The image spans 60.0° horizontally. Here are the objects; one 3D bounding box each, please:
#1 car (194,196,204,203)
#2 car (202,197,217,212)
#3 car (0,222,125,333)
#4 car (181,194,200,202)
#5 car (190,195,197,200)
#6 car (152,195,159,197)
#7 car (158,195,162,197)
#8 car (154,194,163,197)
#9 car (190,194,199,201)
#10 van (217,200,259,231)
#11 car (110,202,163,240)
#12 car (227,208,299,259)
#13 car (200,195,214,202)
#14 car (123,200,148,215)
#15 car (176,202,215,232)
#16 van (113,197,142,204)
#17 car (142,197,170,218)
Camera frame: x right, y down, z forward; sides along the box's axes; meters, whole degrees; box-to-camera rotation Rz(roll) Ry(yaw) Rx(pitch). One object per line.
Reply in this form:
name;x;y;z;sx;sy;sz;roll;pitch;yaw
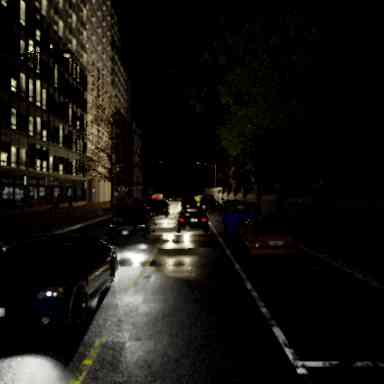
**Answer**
car;1.474;1.483;67.862;1.752;1.417;4.829;0;0;-2
car;2.307;1.511;34.585;1.752;1.417;4.829;0;0;-1
car;-2.858;1.563;6.835;1.994;1.385;4.181;0;0;0
car;-0.390;1.330;44.613;2.097;1.767;4.553;0;0;-1
car;0.373;1.503;95.413;1.802;1.307;4.206;0;0;-2
car;-5.924;1.524;45.309;1.887;1.381;4.507;0;0;-1
car;-6.056;1.557;50.858;1.802;1.307;4.206;0;0;-1
car;-6.364;1.280;61.948;2.192;1.841;5.009;0;0;-2
car;0.588;1.398;82.420;1.801;1.575;5.366;0;0;-2
van;2.509;1.336;17.783;1.690;1.788;3.998;0;0;0
car;-2.902;1.487;16.848;2.128;1.511;4.902;0;0;0
car;2.543;1.522;12.409;1.752;1.417;4.829;0;0;0
car;2.098;1.293;45.510;2.192;1.841;5.009;0;0;-1
car;-5.713;1.532;34.215;1.887;1.381;4.507;0;0;-1
car;0.023;1.542;20.018;2.033;1.411;5.357;0;0;0
van;-5.631;1.332;28.669;1.690;1.788;3.998;0;0;-1
car;-3.030;1.467;30.331;1.882;1.535;5.008;0;0;-1
